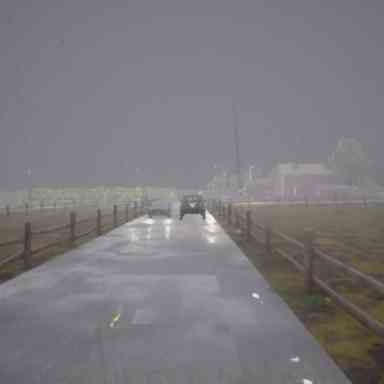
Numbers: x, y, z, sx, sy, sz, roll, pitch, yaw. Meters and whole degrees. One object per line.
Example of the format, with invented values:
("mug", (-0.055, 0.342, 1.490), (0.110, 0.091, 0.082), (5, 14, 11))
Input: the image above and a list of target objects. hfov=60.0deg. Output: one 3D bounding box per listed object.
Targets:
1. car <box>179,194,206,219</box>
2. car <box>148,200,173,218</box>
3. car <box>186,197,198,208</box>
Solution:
("car", (0.073, 1.227, 29.143), (2.150, 2.045, 5.566), (0, 0, 0))
("car", (-2.773, 1.484, 30.124), (1.882, 1.535, 5.008), (0, 0, 0))
("car", (0.003, 1.630, 52.443), (1.882, 1.535, 5.008), (0, 0, 0))
